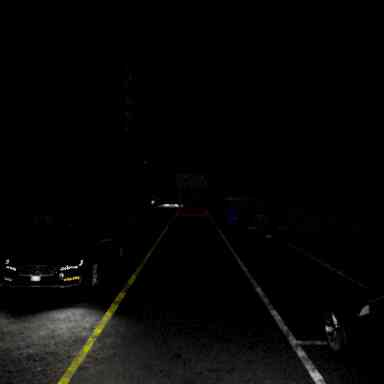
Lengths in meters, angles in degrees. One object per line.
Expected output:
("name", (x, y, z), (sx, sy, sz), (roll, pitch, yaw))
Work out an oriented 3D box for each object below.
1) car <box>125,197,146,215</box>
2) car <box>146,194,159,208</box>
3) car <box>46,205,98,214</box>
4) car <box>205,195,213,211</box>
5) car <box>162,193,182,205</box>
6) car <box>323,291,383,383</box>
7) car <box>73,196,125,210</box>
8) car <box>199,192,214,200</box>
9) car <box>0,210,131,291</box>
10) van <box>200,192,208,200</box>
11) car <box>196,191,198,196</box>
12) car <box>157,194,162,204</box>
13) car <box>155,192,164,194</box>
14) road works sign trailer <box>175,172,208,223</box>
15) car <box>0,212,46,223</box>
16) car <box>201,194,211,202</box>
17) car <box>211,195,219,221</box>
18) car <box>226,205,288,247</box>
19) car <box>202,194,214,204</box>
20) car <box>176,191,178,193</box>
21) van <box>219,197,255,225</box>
("car", (-5.771, 1.383, 31.076), (1.947, 1.339, 4.313), (0, 0, 0))
("car", (-5.774, 1.306, 42.295), (2.008, 1.369, 4.403), (0, 0, 0))
("car", (-5.766, 1.465, 14.248), (2.008, 1.369, 4.403), (0, 0, 0))
("car", (2.753, 1.351, 36.702), (1.947, 1.339, 4.313), (0, 0, 0))
("car", (-3.091, 1.270, 51.444), (1.994, 1.385, 4.181), (0, 0, 0))
("car", (2.763, 1.546, 3.048), (1.947, 1.339, 4.313), (0, 0, 0))
("car", (-5.767, 1.197, 19.856), (2.192, 1.841, 5.009), (0, 0, 0))
("car", (2.747, 1.010, 53.527), (2.192, 1.841, 5.009), (0, 0, 0))
("car", (-3.103, 1.450, 9.030), (1.837, 1.490, 4.892), (0, 0, 0))
("van", (2.741, 0.920, 75.964), (1.690, 1.788, 3.998), (0, 0, 0))
("car", (2.737, 0.837, 87.182), (2.192, 1.841, 5.009), (0, 0, 0))
("car", (-5.776, 1.307, 47.905), (1.802, 1.307, 4.206), (0, 0, 0))
("car", (-5.778, 1.222, 53.344), (1.752, 1.417, 4.829), (0, 0, 0))
("road works sign trailer", (-0.007, 0.320, 24.201), (2.380, 3.560, 2.880), (0, 0, 0))
("car", (-5.764, 1.388, 8.638), (1.967, 1.590, 4.097), (0, 0, 0))
("car", (2.744, 1.161, 64.917), (1.752, 1.417, 4.829), (0, 0, 0))
("car", (2.756, 1.288, 25.483), (1.967, 1.590, 4.097), (0, 0, 0))
("car", (2.759, 1.459, 14.266), (1.887, 1.381, 4.507), (0, 0, 0))
("car", (2.749, 1.306, 47.920), (1.802, 1.307, 4.206), (0, 0, 0))
("car", (-5.790, 0.810, 92.778), (2.192, 1.841, 5.009), (0, 0, 0))
("van", (2.758, 1.222, 19.874), (1.690, 1.788, 3.998), (0, 0, 0))
